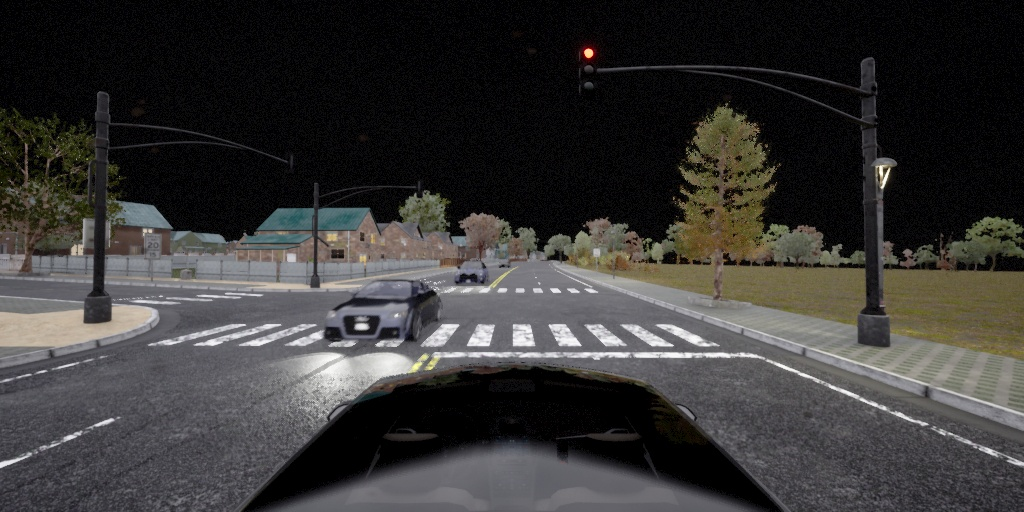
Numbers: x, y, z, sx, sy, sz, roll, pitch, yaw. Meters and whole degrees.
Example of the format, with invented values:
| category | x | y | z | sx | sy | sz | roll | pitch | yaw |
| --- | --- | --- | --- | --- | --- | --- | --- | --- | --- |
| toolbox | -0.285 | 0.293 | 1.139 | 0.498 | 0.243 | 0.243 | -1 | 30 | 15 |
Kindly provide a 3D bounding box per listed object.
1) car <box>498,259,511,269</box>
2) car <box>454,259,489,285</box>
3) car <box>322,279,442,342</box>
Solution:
| category | x | y | z | sx | sy | sz | roll | pitch | yaw |
| --- | --- | --- | --- | --- | --- | --- | --- | --- | --- |
| car | -1.254 | 1.317 | 60.144 | 1.837 | 1.490 | 4.892 | 0 | 0 | 4 |
| car | -2.862 | 1.120 | 26.309 | 2.097 | 1.767 | 4.553 | 0 | 0 | 2 |
| car | -3.190 | 1.320 | 9.632 | 1.994 | 1.385 | 4.181 | 0 | 0 | 1 |
